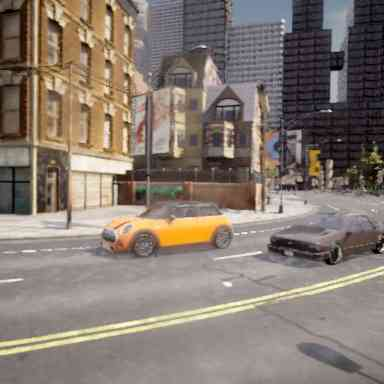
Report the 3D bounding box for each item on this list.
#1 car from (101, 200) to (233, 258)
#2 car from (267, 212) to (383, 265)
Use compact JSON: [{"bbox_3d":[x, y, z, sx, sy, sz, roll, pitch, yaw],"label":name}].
[{"bbox_3d":[-0.796,1.108,11.661,4.553,1.767,2.097,0,1,-33],"label":"car"},{"bbox_3d":[4.933,1.407,11.312,5.357,1.411,2.033,0,1,-38],"label":"car"}]
